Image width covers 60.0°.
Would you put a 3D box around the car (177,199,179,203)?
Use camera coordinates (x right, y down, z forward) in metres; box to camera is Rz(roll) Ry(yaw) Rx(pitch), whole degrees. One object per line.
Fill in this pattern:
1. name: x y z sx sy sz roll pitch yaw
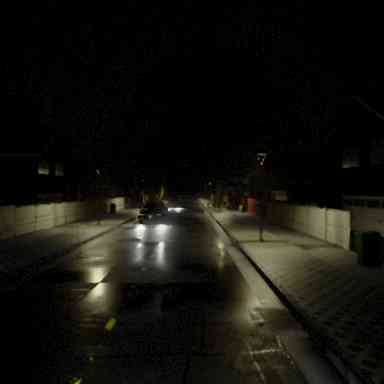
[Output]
1. car: -2.801 1.271 52.986 1.895 1.301 4.718 0 0 0

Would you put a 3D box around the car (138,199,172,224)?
1. car: -2.809 1.487 24.961 1.837 1.490 4.892 0 0 1
